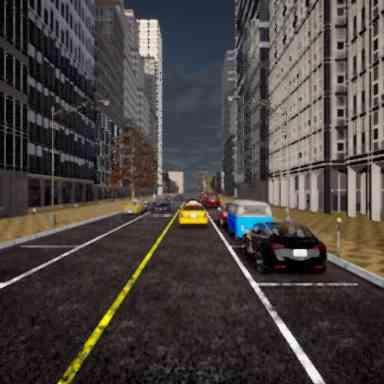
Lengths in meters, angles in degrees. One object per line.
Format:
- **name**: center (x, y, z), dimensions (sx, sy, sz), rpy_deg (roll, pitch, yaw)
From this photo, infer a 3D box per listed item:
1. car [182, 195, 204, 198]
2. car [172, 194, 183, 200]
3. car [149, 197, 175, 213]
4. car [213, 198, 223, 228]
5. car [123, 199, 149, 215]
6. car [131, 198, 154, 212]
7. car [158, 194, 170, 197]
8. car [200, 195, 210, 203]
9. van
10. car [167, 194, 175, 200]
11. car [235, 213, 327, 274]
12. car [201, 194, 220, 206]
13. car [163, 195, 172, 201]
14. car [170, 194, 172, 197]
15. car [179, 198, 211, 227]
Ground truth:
- **car**: center (0.081, 1.469, 41.318), dimensions (1.994, 1.385, 4.181), rpy_deg (0, 0, 0)
- **car**: center (-3.036, 1.161, 76.455), dimensions (1.994, 1.385, 4.181), rpy_deg (0, 0, 0)
- **car**: center (-3.111, 1.486, 34.874), dimensions (1.994, 1.385, 4.181), rpy_deg (0, 0, 0)
- **car**: center (2.683, 1.395, 21.736), dimensions (1.967, 1.590, 4.097), rpy_deg (0, 0, 0)
- **car**: center (-5.703, 1.452, 32.957), dimensions (1.752, 1.417, 4.829), rpy_deg (0, 0, 0)
- **car**: center (-5.706, 1.462, 38.820), dimensions (2.008, 1.369, 4.403), rpy_deg (0, 0, 0)
- **car**: center (-5.716, 1.397, 61.589), dimensions (2.008, 1.369, 4.403), rpy_deg (0, 0, 0)
- **car**: center (2.662, 1.354, 67.443), dimensions (1.752, 1.417, 4.829), rpy_deg (0, 0, 0)
- **van**: center (2.686, 1.309, 16.044), dimensions (1.690, 1.788, 3.998), rpy_deg (0, 0, 0)
- **car**: center (-5.730, 1.302, 90.050), dimensions (2.008, 1.369, 4.403), rpy_deg (0, 0, 0)
- **car**: center (2.688, 1.546, 10.351), dimensions (1.947, 1.339, 4.313), rpy_deg (0, 0, 0)
- **car**: center (2.674, 1.211, 44.504), dimensions (2.192, 1.841, 5.009), rpy_deg (0, 0, 0)
- **car**: center (-5.724, 1.373, 78.665), dimensions (1.802, 1.307, 4.206), rpy_deg (0, 0, 0)
- **car**: center (-5.719, 1.394, 67.282), dimensions (1.947, 1.339, 4.313), rpy_deg (0, 0, 0)
- **car**: center (0.091, 1.410, 22.356), dimensions (1.801, 1.575, 5.366), rpy_deg (0, 0, 0)
